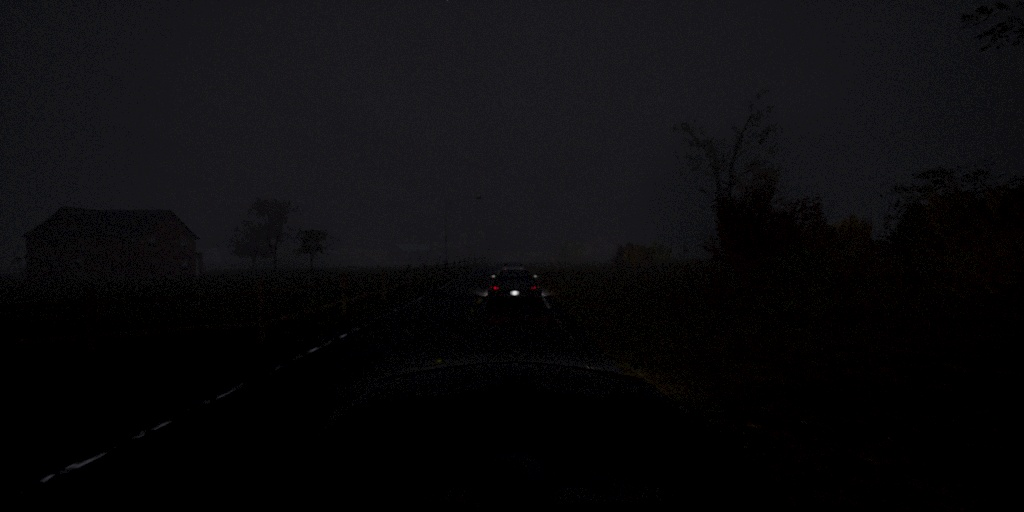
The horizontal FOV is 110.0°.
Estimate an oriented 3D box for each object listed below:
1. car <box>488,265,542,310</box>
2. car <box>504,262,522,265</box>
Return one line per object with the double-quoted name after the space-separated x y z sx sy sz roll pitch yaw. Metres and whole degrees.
0.098 1.228 14.328 1.994 1.385 4.181 0 0 0 "car"
0.104 1.149 32.371 1.895 1.301 4.718 0 0 0 "car"
